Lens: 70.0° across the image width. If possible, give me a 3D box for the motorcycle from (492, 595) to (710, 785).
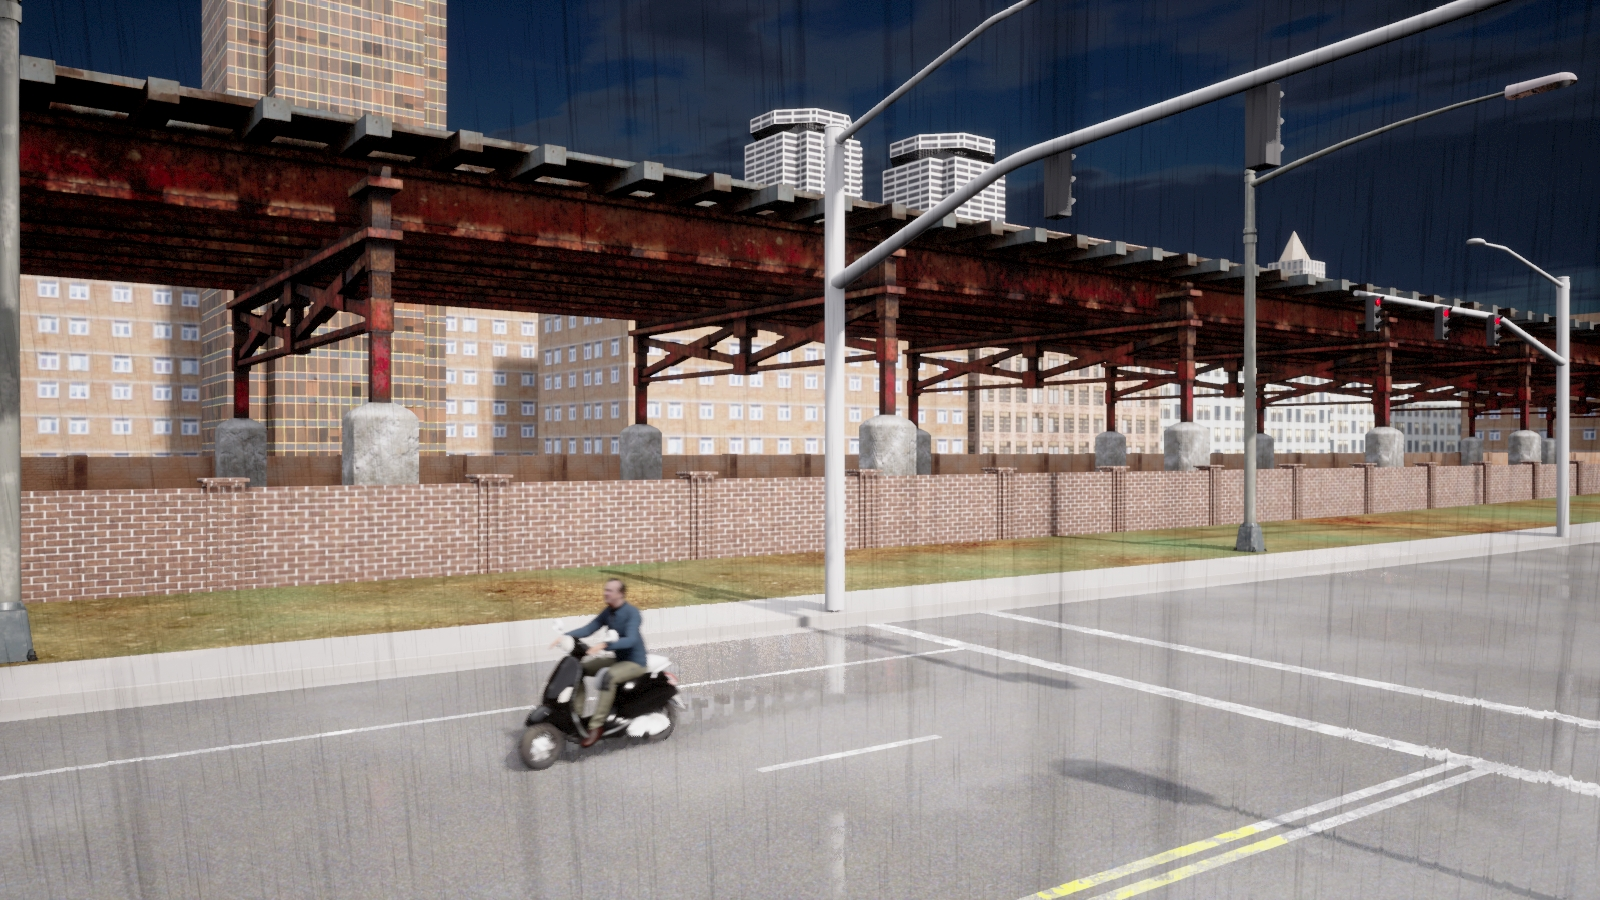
[{"bbox_3d":[-1.796,2.129,10.509,0.856,1.341,1.805,1,1,44],"label":"motorcycle"}]
